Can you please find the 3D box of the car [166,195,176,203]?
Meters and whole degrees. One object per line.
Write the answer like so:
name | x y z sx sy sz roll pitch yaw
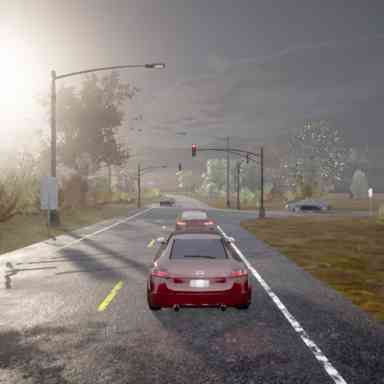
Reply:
car | -4.583 1.482 72.738 1.882 1.535 5.008 0 0 -2

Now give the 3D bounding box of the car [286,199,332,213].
car | 13.044 1.500 37.194 4.902 1.511 2.128 0 0 2

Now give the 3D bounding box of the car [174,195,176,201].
car | -4.345 1.566 62.364 1.994 1.385 4.181 0 0 -1

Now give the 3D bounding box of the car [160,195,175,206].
car | -4.140 1.603 53.175 1.895 1.301 4.718 0 0 -1

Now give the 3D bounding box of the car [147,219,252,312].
car | 0.102 1.564 7.806 1.994 1.385 4.181 0 0 -1

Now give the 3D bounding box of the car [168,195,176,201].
car | -4.941 1.483 83.186 1.882 1.535 5.008 0 0 -2

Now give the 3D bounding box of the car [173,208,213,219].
car | 0.067 1.526 16.566 1.812 1.442 4.674 0 0 -2
